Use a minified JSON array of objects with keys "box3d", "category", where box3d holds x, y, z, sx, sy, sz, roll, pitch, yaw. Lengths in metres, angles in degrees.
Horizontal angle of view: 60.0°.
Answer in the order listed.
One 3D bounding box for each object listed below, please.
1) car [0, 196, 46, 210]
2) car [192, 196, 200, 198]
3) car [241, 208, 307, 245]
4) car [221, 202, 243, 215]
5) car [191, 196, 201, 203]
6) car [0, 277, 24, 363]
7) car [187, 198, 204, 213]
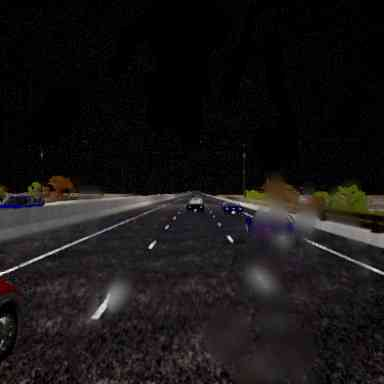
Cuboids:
[{"box3d":[-13.778,1.332,26.768,2.150,2.045,5.566,0,0,1],"category":"car"},{"box3d":[0.727,1.638,53.002,1.895,1.301,4.718,0,0,1],"category":"car"},{"box3d":[3.687,1.605,15.567,1.895,1.301,4.718,0,0,1],"category":"car"},{"box3d":[3.926,1.618,33.402,1.895,1.301,4.718,0,0,1],"category":"car"},{"box3d":[0.942,1.587,73.470,2.128,1.511,4.902,0,0,1],"category":"car"},{"box3d":[-3.498,1.352,2.989,2.097,1.767,4.553,0,0,0],"category":"car"},{"box3d":[0.388,1.620,37.295,1.895,1.301,4.718,0,0,1],"category":"car"}]
